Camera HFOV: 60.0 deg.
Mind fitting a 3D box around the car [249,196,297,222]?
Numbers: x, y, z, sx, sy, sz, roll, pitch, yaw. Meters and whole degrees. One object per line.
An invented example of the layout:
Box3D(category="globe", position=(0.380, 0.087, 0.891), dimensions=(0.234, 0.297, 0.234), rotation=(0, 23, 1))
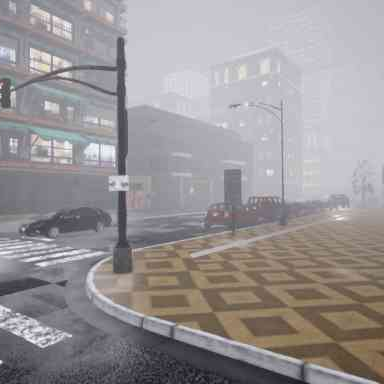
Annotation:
Box3D(category="car", position=(5.821, 1.215, 25.241), dimensions=(2.192, 1.841, 5.009), rotation=(-1, 0, 36))

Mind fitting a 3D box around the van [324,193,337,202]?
Box3D(category="van", position=(29.345, 1.229, 70.437), dimensions=(1.690, 1.788, 3.998), rotation=(-1, 0, 36))

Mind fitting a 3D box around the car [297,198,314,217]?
Box3D(category="car", position=(9.142, 1.470, 29.742), dimensions=(1.802, 1.307, 4.206), rotation=(-1, 0, 36))

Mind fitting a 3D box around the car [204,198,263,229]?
Box3D(category="car", position=(2.504, 1.352, 20.739), dimensions=(1.967, 1.590, 4.097), rotation=(-1, 0, 36))

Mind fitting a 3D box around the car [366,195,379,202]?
Box3D(category="car", position=(35.689, 1.334, 65.761), dimensions=(1.887, 1.381, 4.507), rotation=(-1, 0, 36))

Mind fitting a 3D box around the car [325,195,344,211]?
Box3D(category="car", position=(15.779, 1.415, 38.747), dimensions=(2.008, 1.369, 4.403), rotation=(-1, 0, 36))

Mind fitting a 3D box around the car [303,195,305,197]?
Box3D(category="car", position=(22.609, 1.439, 61.295), dimensions=(1.752, 1.417, 4.829), rotation=(-1, 0, 36))

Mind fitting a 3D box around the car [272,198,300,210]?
Box3D(category="car", position=(12.168, 1.530, 42.911), dimensions=(1.895, 1.301, 4.718), rotation=(-1, 0, 37))

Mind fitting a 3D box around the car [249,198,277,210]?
Box3D(category="car", position=(9.335, 1.489, 43.285), dimensions=(1.752, 1.417, 4.829), rotation=(-1, 0, 36))

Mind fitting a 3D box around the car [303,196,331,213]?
Box3D(category="car", position=(12.460, 1.421, 34.245), dimensions=(1.887, 1.381, 4.507), rotation=(-1, 0, 36))

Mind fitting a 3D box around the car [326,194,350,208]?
Box3D(category="car", position=(19.095, 1.167, 43.250), dimensions=(2.192, 1.841, 5.009), rotation=(-1, 0, 36))

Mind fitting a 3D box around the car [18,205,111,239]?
Box3D(category="car", position=(-6.476, 1.500, 17.438), dimensions=(1.837, 1.490, 4.892), rotation=(-1, 0, 34))

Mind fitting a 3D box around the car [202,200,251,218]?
Box3D(category="car", position=(3.325, 1.509, 30.975), dimensions=(2.033, 1.411, 5.357), rotation=(-1, 0, 36))
